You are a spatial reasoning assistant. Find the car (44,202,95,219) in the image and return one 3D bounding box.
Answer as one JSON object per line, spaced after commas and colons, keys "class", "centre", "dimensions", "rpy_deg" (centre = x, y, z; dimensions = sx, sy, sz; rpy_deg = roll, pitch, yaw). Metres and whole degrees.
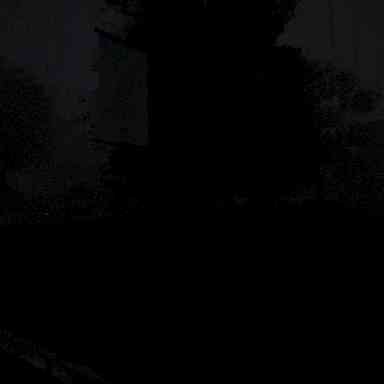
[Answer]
{"class": "car", "centre": [-11.636, 1.731, 31.937], "dimensions": [2.128, 1.511, 4.902], "rpy_deg": [-1, 0, 39]}
